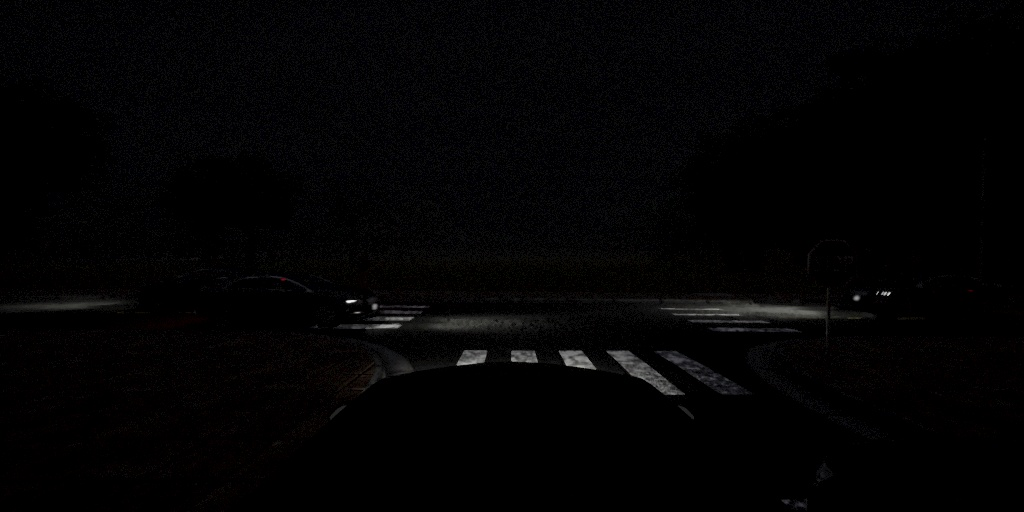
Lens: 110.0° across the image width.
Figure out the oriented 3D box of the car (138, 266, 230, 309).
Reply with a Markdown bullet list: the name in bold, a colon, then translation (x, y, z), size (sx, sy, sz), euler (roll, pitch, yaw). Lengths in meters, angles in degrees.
- **car**: translation (-11.252, 1.147, 13.652), size (4.902, 1.511, 2.128), euler (0, 1, 0)

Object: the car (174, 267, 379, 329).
- **car**: translation (-6.568, 1.239, 10.710), size (4.902, 1.511, 2.128), euler (0, 1, 0)

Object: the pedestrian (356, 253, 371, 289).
- **pedestrian**: translation (-6.895, 0.757, 16.561), size (0.375, 1.860, 0.375), euler (0, 1, 0)

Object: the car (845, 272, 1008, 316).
- **car**: translation (15.631, 1.368, 13.696), size (4.902, 1.511, 2.128), euler (1, 1, 0)

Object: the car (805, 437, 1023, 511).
- **car**: translation (2.639, 1.301, 0.391), size (2.007, 1.370, 4.403), euler (0, 0, 0)
